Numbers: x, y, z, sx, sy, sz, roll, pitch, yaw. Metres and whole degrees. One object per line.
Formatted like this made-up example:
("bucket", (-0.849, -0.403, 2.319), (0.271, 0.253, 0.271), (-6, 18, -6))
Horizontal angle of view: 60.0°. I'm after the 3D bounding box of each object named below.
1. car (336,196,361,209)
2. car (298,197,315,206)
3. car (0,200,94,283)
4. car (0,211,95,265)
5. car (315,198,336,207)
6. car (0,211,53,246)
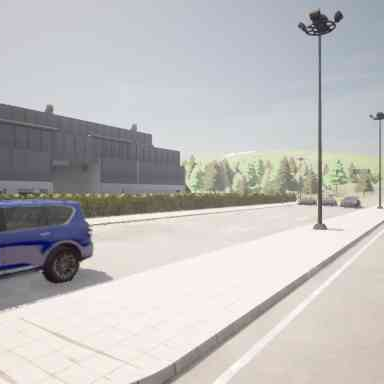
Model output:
("car", (21.785, 1.352, 45.701), (2.097, 1.767, 4.553), (0, 0, 35))
("car", (18.455, 1.564, 53.181), (1.994, 1.385, 4.181), (0, 0, 35))
("car", (-4.881, 1.221, 7.546), (2.150, 2.045, 5.566), (0, 0, 35))
("car", (-6.244, 1.547, 11.706), (2.033, 1.411, 5.357), (0, 0, 35))
("car", (20.505, 1.564, 49.996), (1.994, 1.385, 4.181), (0, 0, 35))
("car", (-8.704, 1.601, 14.293), (1.895, 1.301, 4.718), (0, 0, 35))
